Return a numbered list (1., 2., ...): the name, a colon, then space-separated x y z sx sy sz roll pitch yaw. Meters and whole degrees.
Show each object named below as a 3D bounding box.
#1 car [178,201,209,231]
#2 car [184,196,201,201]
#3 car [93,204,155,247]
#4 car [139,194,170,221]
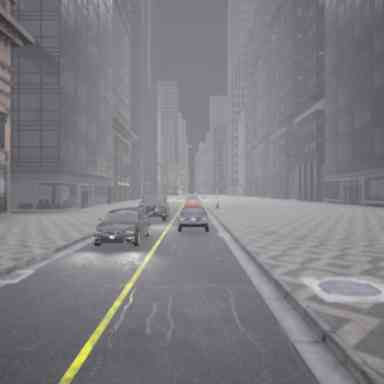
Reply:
1. car: 0.090 1.527 20.557 2.033 1.411 5.357 0 0 0
2. car: 0.104 1.302 41.880 2.097 1.767 4.553 0 0 0
3. car: -3.033 1.491 15.117 1.837 1.490 4.892 0 0 1
4. car: -2.993 1.193 26.976 2.150 2.045 5.566 0 0 0
